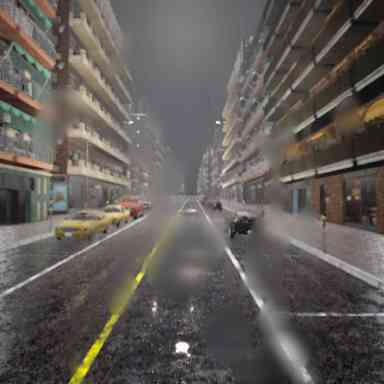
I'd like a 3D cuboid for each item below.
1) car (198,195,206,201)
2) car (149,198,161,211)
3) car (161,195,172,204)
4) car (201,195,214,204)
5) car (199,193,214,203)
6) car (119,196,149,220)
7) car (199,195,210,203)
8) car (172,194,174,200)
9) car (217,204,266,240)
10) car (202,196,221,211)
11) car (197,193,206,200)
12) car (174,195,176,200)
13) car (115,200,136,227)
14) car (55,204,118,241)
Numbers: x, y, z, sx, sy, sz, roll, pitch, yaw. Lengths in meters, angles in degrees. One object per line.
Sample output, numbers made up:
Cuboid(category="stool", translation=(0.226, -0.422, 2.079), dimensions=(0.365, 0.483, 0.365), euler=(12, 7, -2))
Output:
Cuboid(category="car", translation=(2.577, 1.476, 85.016), dimensions=(1.752, 1.417, 4.829), euler=(2, 0, 0))
Cuboid(category="car", translation=(-5.296, 1.506, 39.538), dimensions=(2.008, 1.369, 4.403), euler=(2, 0, 0))
Cuboid(category="car", translation=(-5.299, 1.469, 62.022), dimensions=(1.752, 1.417, 4.829), euler=(2, 0, 0))
Cuboid(category="car", translation=(2.581, 1.533, 45.196), dimensions=(1.802, 1.307, 4.206), euler=(2, 0, 0))
Cuboid(category="car", translation=(2.588, 1.262, 50.861), dimensions=(2.192, 1.841, 5.009), euler=(2, 0, 0))
Cuboid(category="car", translation=(-5.286, 1.282, 28.209), dimensions=(2.192, 1.841, 5.009), euler=(2, 0, 0))
Cuboid(category="car", translation=(2.581, 1.384, 67.853), dimensions=(1.967, 1.590, 4.097), euler=(2, 0, 0))
Cuboid(category="car", translation=(-5.301, 1.489, 67.857), dimensions=(1.887, 1.381, 4.507), euler=(2, 0, 0))
Cuboid(category="car", translation=(2.586, 1.529, 16.875), dimensions=(2.008, 1.369, 4.403), euler=(2, 0, 0))
Cuboid(category="car", translation=(2.582, 1.521, 39.534), dimensions=(1.947, 1.339, 4.313), euler=(2, 0, 0))
Cuboid(category="car", translation=(2.582, 1.269, 90.511), dimensions=(2.192, 1.841, 5.009), euler=(2, 0, 0))
Cuboid(category="car", translation=(-5.301, 1.394, 90.516), dimensions=(1.967, 1.590, 4.097), euler=(2, 0, 0))
Cuboid(category="car", translation=(-5.293, 1.498, 22.374), dimensions=(1.752, 1.417, 4.829), euler=(2, 0, 0))
Cuboid(category="car", translation=(-5.292, 1.504, 16.709), dimensions=(1.752, 1.417, 4.829), euler=(2, 0, 0))
